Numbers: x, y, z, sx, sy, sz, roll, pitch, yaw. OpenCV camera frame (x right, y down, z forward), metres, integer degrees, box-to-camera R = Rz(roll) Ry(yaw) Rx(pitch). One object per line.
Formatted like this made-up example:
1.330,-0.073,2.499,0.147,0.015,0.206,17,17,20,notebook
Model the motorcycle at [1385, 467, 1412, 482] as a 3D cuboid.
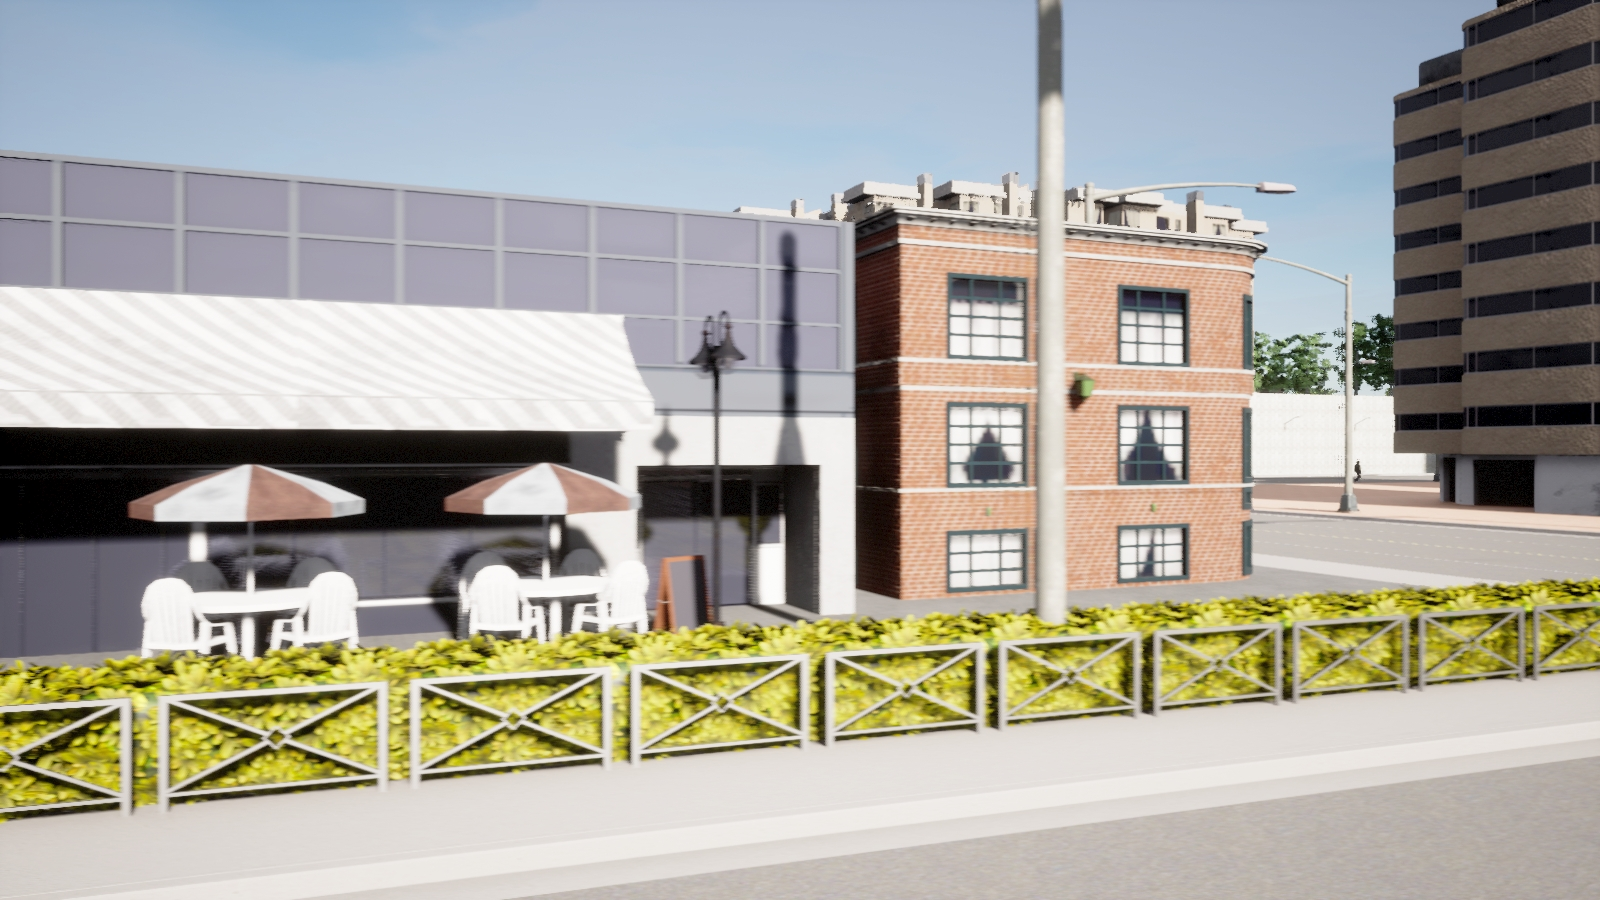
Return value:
53.526,2.168,102.219,2.356,1.277,0.764,0,0,-22,motorcycle
